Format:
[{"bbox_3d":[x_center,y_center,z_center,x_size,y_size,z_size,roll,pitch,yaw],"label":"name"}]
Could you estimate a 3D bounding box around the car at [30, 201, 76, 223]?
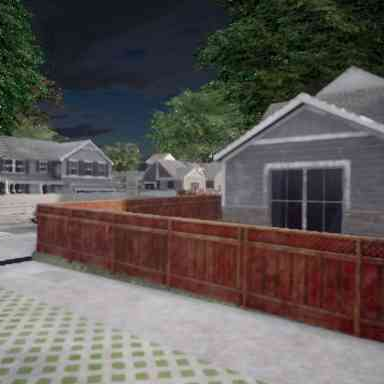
[{"bbox_3d":[-6.544,1.208,19.543,2.033,1.411,5.357,1,1,35],"label":"car"}]
